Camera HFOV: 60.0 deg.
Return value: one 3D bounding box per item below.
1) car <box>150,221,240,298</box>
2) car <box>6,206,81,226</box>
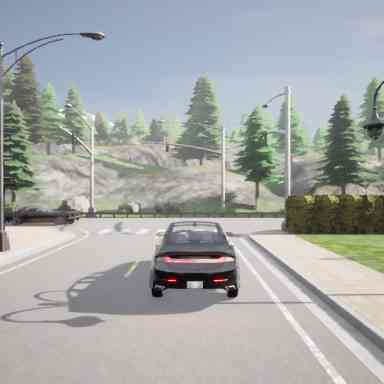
[{"bbox_3d":[0.073,1.491,8.534,2.128,1.511,4.902,0,0,0],"label":"car"},{"bbox_3d":[-10.188,1.616,22.754,4.718,1.301,1.895,0,0,1],"label":"car"}]
